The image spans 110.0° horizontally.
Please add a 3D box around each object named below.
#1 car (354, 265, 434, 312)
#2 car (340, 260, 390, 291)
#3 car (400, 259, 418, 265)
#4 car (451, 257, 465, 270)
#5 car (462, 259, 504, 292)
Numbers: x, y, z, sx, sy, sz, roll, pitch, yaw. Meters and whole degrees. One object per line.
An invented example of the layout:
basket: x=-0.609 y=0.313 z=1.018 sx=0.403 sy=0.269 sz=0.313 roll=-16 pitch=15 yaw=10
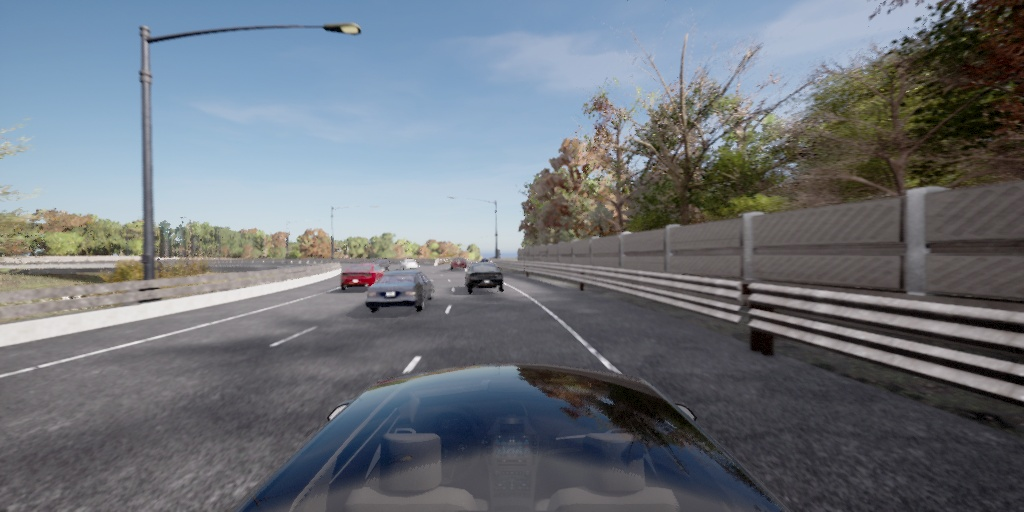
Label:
car: x=-4.234 y=1.272 z=14.171 sx=2.033 sy=1.411 sz=5.357 roll=-1 pitch=0 yaw=-7
car: x=-9.048 y=1.211 z=22.119 sx=1.882 sy=1.535 sz=5.008 roll=-1 pitch=0 yaw=-11
car: x=-13.696 y=1.158 z=47.655 sx=1.812 sy=1.442 sz=4.674 roll=-1 pitch=1 yaw=-25
car: x=-7.012 y=0.906 z=47.497 sx=2.097 sy=1.767 sz=4.553 roll=-1 pitch=0 yaw=-8
car: x=-1.664 y=1.133 z=20.519 sx=1.882 sy=1.535 sz=5.008 roll=-1 pitch=0 yaw=-9
